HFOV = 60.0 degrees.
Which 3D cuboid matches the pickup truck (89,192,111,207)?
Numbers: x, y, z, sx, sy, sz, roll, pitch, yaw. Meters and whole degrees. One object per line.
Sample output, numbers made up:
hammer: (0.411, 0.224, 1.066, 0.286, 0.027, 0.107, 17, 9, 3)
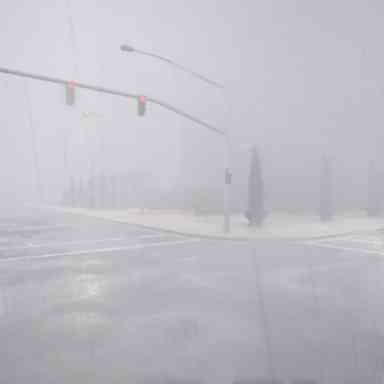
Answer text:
pickup truck: (-13.065, 1.076, 47.984, 2.390, 2.098, 6.274, 0, 0, -6)
